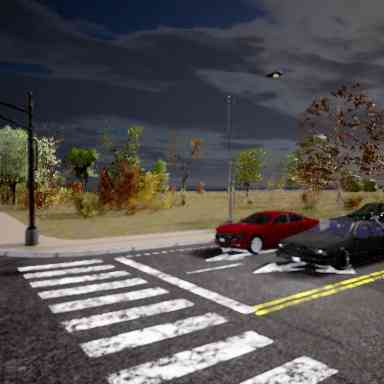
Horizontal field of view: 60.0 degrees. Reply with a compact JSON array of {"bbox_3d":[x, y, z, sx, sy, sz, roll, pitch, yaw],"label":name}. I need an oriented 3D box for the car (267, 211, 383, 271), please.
[{"bbox_3d":[5.255,1.586,11.305,5.357,1.411,2.033,0,0,-35],"label":"car"}]

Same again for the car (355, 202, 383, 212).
[{"bbox_3d":[10.621,1.389,19.014,4.553,1.767,2.097,0,0,-35],"label":"car"}]

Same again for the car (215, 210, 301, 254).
[{"bbox_3d":[3.233,1.525,13.849,5.008,1.535,1.882,0,0,-33],"label":"car"}]
